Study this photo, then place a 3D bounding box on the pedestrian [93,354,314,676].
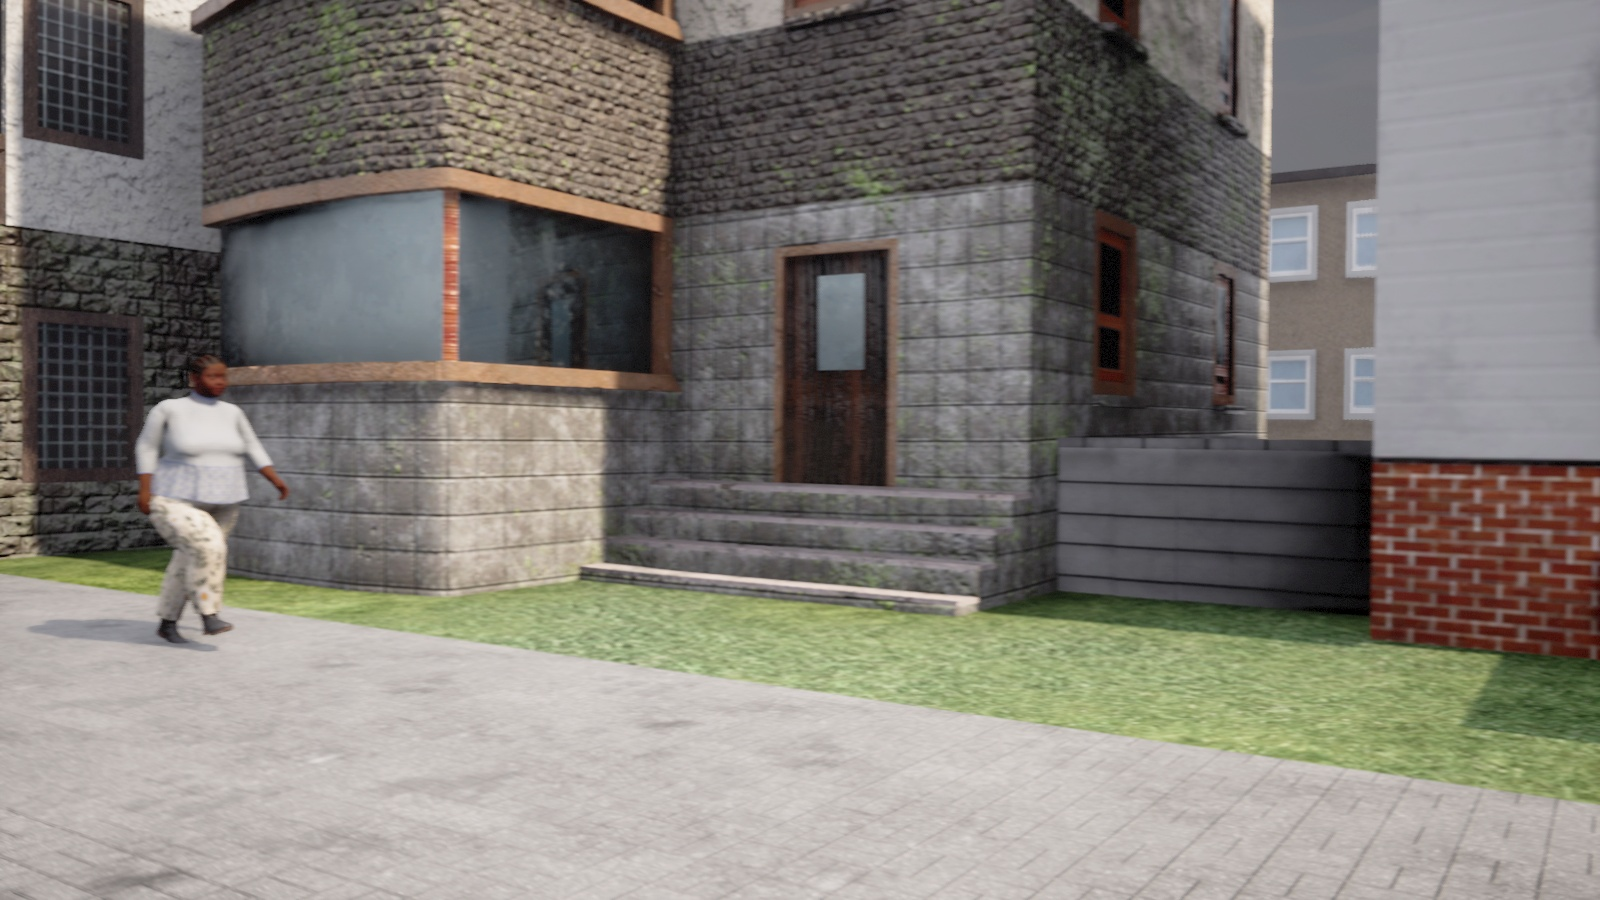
[{"bbox_3d":[-3.705,0.368,7.830,0.900,1.855,0.874,0,1,32],"label":"pedestrian"}]
